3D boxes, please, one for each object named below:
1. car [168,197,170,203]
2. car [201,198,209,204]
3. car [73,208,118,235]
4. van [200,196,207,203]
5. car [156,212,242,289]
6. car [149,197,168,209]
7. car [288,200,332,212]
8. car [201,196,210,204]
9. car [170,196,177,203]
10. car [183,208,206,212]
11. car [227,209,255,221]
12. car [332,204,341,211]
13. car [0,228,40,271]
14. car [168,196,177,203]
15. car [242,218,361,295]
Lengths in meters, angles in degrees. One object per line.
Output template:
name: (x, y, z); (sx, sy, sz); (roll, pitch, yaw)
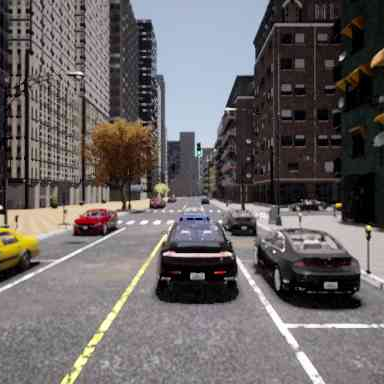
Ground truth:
car: (-5.463, 1.952, 57.686); (1.947, 1.339, 4.313); (0, 0, 0)
car: (3.007, 2.077, 79.913); (1.752, 1.417, 4.829); (0, 0, 0)
car: (-5.614, 1.668, 19.776); (1.887, 1.381, 4.507); (0, 0, 0)
van: (3.028, 1.935, 85.267); (1.690, 1.788, 3.998); (0, 0, 0)
car: (0.126, 1.548, 9.306); (2.128, 1.511, 4.902); (0, 0, 0)
car: (-5.485, 1.661, 52.165); (2.192, 1.841, 5.009); (0, 0, 0)
car: (13.580, 1.595, 39.106); (4.403, 1.369, 2.008); (-1, 0, 0)
car: (2.985, 2.074, 74.220); (1.947, 1.339, 4.313); (0, 0, 0)
car: (-5.352, 2.159, 85.300); (1.947, 1.339, 4.313); (0, 0, 0)
car: (0.175, 1.741, 22.399); (1.895, 1.301, 4.718); (0, 0, 0)
car: (2.766, 1.674, 19.742); (2.008, 1.369, 4.403); (0, 0, 0)
car: (18.977, 1.495, 39.139); (4.829, 1.417, 1.752); (-1, 0, 0)
car: (-5.659, 1.577, 8.541); (1.752, 1.417, 4.829); (0, 0, 0)
car: (-5.330, 1.952, 90.823); (2.192, 1.841, 5.009); (0, 0, 0)
car: (2.722, 1.604, 8.677); (2.008, 1.369, 4.403); (0, 0, 0)
